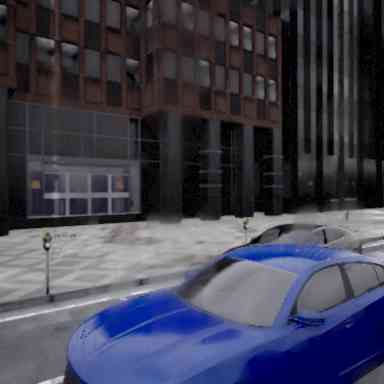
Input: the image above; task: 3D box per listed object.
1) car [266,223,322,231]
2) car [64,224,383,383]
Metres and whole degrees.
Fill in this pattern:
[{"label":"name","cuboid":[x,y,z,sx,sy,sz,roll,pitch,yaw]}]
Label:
[{"label":"car","cuboid":[2.680,1.508,8.551,4.313,1.339,1.947,-1,0,-35]},{"label":"car","cuboid":[1.061,1.452,4.131,5.008,1.535,1.882,-1,0,-35]}]
